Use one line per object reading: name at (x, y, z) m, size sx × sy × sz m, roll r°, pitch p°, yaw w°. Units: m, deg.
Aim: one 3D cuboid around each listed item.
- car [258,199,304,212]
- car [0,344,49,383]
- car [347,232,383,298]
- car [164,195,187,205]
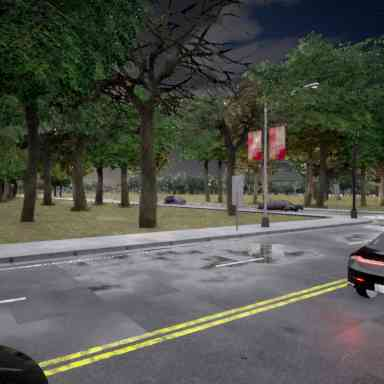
car at (9.878, 1.527, 37.451) m, size 2.033 × 1.411 × 5.357 m, roll 0°, pitch 0°, yaw -35°
car at (-3.162, 1.478, 1.186) m, size 5.008 × 1.535 × 1.882 m, roll 0°, pitch 0°, yaw -35°
car at (5.336, 1.492, 7.242) m, size 4.902 × 1.511 × 2.128 m, roll 0°, pitch 0°, yaw -35°
car at (-2.765, 1.312, 55.288) m, size 2.097 × 1.767 × 4.553 m, roll 0°, pitch 0°, yaw -35°
